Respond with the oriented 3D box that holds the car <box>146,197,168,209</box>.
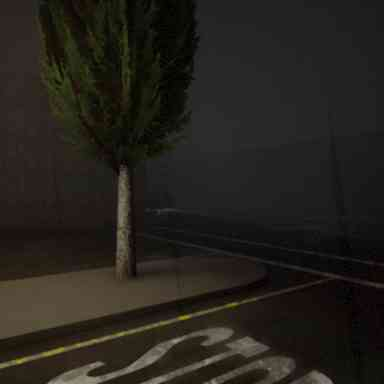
[{"bbox_3d":[-5.111,1.493,45.665,2.128,1.511,4.902,0,0,-35],"label":"car"}]
